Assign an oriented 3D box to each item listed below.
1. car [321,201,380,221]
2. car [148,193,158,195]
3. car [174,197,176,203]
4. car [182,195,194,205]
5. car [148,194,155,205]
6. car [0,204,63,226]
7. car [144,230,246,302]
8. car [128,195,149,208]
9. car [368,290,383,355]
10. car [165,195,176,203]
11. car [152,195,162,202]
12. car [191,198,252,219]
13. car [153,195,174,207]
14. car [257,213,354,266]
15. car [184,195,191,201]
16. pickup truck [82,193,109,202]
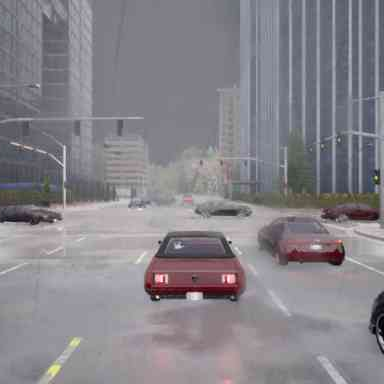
[{"bbox_3d":[12.281,1.472,24.829,5.008,1.535,1.882,0,0,0],"label":"car"},{"bbox_3d":[-7.990,1.207,67.081,2.150,2.045,5.566,0,0,-1],"label":"car"},{"bbox_3d":[-4.454,1.491,61.363,1.837,1.490,4.892,0,0,-1],"label":"car"},{"bbox_3d":[-0.758,1.339,58.451,2.097,1.767,4.553,0,0,-1],"label":"car"},{"bbox_3d":[-7.901,1.492,56.674,1.837,1.490,4.892,0,0,-1],"label":"car"},{"bbox_3d":[-11.816,1.542,23.507,5.357,1.411,2.033,0,0,19],"label":"car"},{"bbox_3d":[0.072,1.599,8.244,1.895,1.301,4.718,0,0,0],"label":"car"},{"bbox_3d":[-7.785,1.515,47.421,1.812,1.442,4.674,0,0,1],"label":"car"},{"bbox_3d":[3.608,1.563,3.191,1.994,1.385,4.181,0,0,-1],"label":"car"},{"bbox_3d":[-4.540,1.509,71.803,2.128,1.511,4.902,0,0,-1],"label":"car"},{"bbox_3d":[-8.123,1.448,77.548,1.882,1.535,5.008,0,0,-1],"label":"car"},{"bbox_3d":[2.616,1.485,28.252,4.902,1.511,2.128,0,0,0],"label":"car"},{"bbox_3d":[-4.341,1.536,51.521,2.033,1.411,5.357,0,0,-1],"label":"car"},{"bbox_3d":[3.579,1.561,11.602,1.994,1.385,4.181,0,0,0],"label":"car"},{"bbox_3d":[-1.220,1.506,84.393,1.812,1.442,4.674,0,0,-1],"label":"car"},{"bbox_3d":[-21.184,1.043,73.296,2.390,2.098,6.274,0,0,30],"label":"pickup truck"}]
